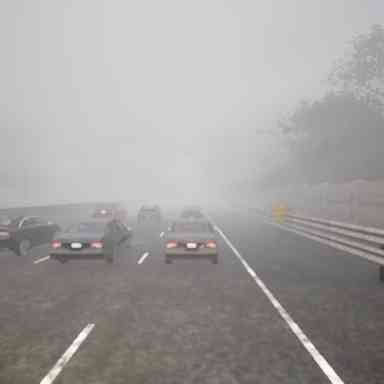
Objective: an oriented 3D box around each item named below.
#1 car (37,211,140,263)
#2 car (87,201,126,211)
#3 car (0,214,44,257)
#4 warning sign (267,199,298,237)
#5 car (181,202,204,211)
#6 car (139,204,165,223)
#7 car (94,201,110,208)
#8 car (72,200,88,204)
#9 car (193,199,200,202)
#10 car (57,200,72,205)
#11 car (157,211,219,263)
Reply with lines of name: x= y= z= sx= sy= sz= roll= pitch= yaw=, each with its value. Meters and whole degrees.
car: x=-3.491 y=1.683 z=12.536 sx=2.033 sy=1.411 sz=5.357 roll=0 pitch=-1 yaw=0
car: x=-6.986 y=1.666 z=28.423 sx=2.097 sy=1.767 sz=4.553 roll=0 pitch=-1 yaw=0
car: x=-6.984 y=1.639 z=13.502 sx=2.128 sy=1.511 sz=4.902 roll=0 pitch=0 yaw=0
warning sign: x=4.546 y=1.298 z=16.793 sx=1.300 sy=1.860 sz=1.060 roll=0 pitch=-1 yaw=0
car: x=0.018 y=1.847 z=28.905 sx=1.812 sy=1.442 sz=4.674 roll=0 pitch=0 yaw=0
car: x=-3.486 y=1.809 z=28.501 sx=2.128 sy=1.511 sz=4.902 roll=0 pitch=-1 yaw=0
car: x=-17.512 y=2.358 z=64.750 sx=1.895 sy=1.301 sz=4.718 roll=0 pitch=-1 yaw=0
car: x=-21.010 y=2.282 z=64.621 sx=1.812 sy=1.442 sz=4.674 roll=0 pitch=0 yaw=0
car: x=1.213 y=2.573 z=86.782 sx=1.812 sy=1.442 sz=4.674 roll=0 pitch=-1 yaw=0
car: x=-24.509 y=2.256 z=64.540 sx=1.837 sy=1.490 sz=4.892 roll=0 pitch=0 yaw=0
car: x=0.005 y=1.683 z=12.538 sx=2.033 sy=1.411 sz=5.357 roll=0 pitch=-1 yaw=0
